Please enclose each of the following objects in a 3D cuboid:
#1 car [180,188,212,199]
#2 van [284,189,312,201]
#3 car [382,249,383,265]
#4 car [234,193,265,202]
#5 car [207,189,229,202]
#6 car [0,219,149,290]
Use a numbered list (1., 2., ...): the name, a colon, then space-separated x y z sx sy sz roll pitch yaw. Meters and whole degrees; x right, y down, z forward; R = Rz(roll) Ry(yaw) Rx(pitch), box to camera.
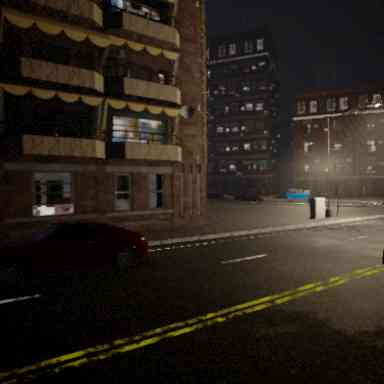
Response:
1. car: 0.709 0.303 57.397 5.009 1.841 2.192 1 0 22
2. van: 16.357 0.483 51.024 3.998 1.788 1.690 1 0 22
3. car: 6.851 1.499 8.460 4.718 1.301 1.895 -1 0 -36
4. car: 7.883 0.806 45.427 4.206 1.307 1.802 1 0 22
5. car: 2.670 0.488 47.552 5.009 1.841 2.192 1 0 22
6. car: -3.452 1.508 9.228 4.674 1.442 1.812 -1 0 -36
